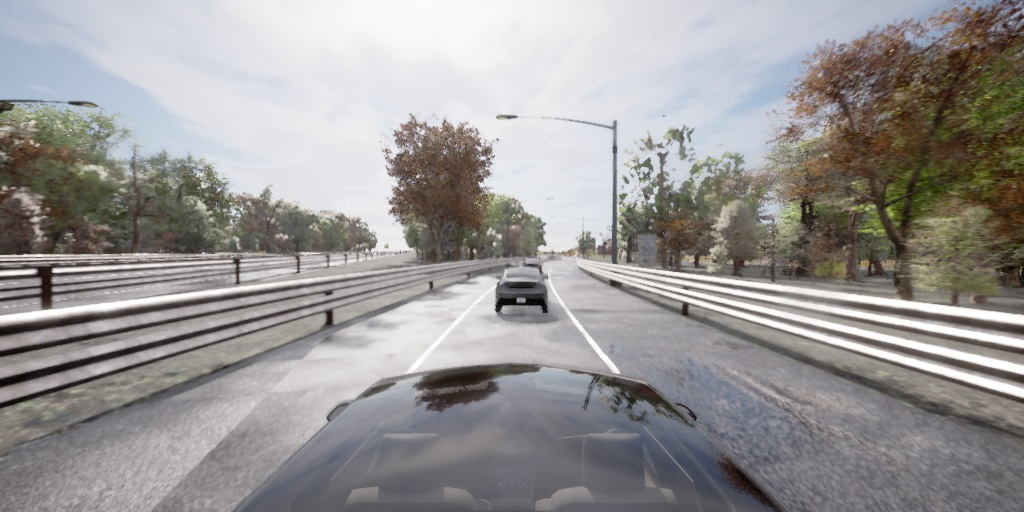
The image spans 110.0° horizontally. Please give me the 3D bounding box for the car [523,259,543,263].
[{"bbox_3d":[2.092,1.026,36.057,1.837,1.490,4.892,0,1,6],"label":"car"}]

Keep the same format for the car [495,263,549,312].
[{"bbox_3d":[0.390,1.176,13.892,1.837,1.490,4.892,0,0,2],"label":"car"}]
